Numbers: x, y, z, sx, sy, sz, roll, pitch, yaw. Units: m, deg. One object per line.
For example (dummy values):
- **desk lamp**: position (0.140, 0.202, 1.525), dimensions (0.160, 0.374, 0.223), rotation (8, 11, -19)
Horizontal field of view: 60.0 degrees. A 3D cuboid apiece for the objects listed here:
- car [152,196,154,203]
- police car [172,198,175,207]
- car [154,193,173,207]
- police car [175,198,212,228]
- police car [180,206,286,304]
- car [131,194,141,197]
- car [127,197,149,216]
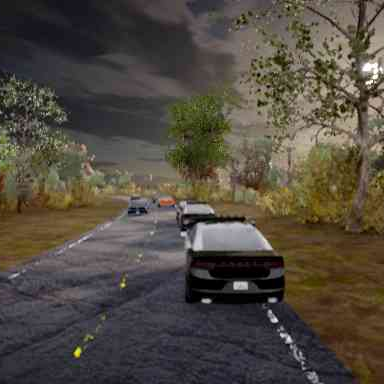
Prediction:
- **car**: position (-5.852, 1.034, 57.959), dimensions (2.097, 1.767, 4.553), rotation (0, 0, -12)
- **police car**: position (-0.218, 1.292, 24.347), dimensions (1.930, 1.638, 5.238), rotation (0, 0, -5)
- **car**: position (-3.680, 1.103, 45.660), dimensions (2.097, 1.767, 4.553), rotation (0, 0, -9)
- **police car**: position (0.244, 1.325, 18.317), dimensions (1.930, 1.638, 5.238), rotation (0, 0, -4)
- **police car**: position (0.746, 1.380, 8.251), dimensions (1.930, 1.638, 5.238), rotation (0, 0, -2)
- **car**: position (-12.073, 1.083, 71.467), dimensions (1.882, 1.535, 5.008), rotation (0, 0, -13)
- **car**: position (-4.904, 1.433, 30.764), dimensions (1.895, 1.301, 4.718), rotation (0, 0, -6)
